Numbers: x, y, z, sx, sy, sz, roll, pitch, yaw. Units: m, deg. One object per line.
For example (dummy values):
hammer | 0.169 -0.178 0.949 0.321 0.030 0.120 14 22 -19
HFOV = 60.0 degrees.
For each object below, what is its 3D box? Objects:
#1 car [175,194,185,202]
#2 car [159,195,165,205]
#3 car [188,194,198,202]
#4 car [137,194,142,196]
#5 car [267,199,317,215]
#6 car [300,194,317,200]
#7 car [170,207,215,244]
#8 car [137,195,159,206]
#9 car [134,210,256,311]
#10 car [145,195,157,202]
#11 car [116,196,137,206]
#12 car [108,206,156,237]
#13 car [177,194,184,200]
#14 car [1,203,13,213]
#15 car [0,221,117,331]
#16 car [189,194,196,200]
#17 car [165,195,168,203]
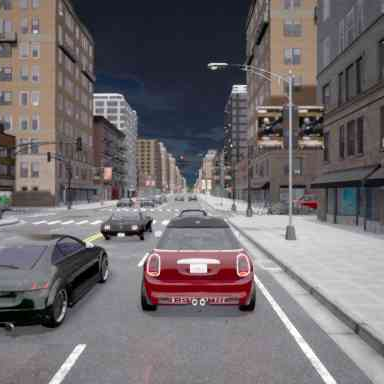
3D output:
car | -3.029 1.530 78.251 1.994 1.385 4.181 0 0 0
car | -6.407 1.552 59.329 1.994 1.385 4.181 0 0 1
car | 0.221 1.333 78.212 2.097 1.767 4.553 0 0 0
car | -9.637 1.338 61.949 2.097 1.767 4.553 0 0 1
car | 9.309 1.583 31.670 4.181 1.385 1.994 0 0 2
car | 12.362 1.256 34.432 5.566 2.045 2.150 0 0 0
car | 0.057 1.563 16.623 1.994 1.385 4.181 0 0 1
car | -6.456 1.556 49.313 1.994 1.385 4.181 0 0 0
car | 0.122 1.352 7.921 2.097 1.767 4.553 0 0 0
car | -9.532 1.508 77.053 2.033 1.411 5.357 0 0 0
car | -9.713 1.556 48.701 1.994 1.385 4.181 0 0 0
car | -3.104 1.600 16.860 1.895 1.301 4.718 0 0 0
car | -3.001 1.370 88.254 1.812 1.442 4.674 0 0 0
car | -21.211 1.547 33.917 5.357 1.411 2.033 0 0 6
car | -3.131 1.564 6.992 1.994 1.385 4.181 0 0 0
car | 0.250 1.370 88.245 1.812 1.442 4.674 0 0 0
car | -6.297 1.482 71.734 1.837 1.490 4.892 0 0 0
